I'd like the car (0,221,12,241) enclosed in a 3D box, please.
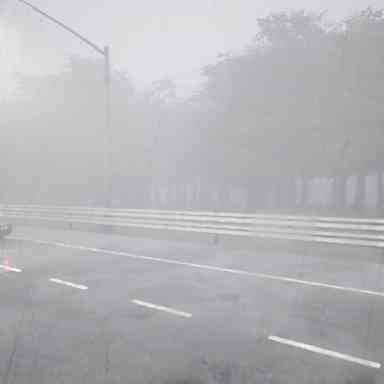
[{"bbox_3d":[-10.532,1.648,15.684,4.718,1.301,1.895,0,0,36],"label":"car"}]
